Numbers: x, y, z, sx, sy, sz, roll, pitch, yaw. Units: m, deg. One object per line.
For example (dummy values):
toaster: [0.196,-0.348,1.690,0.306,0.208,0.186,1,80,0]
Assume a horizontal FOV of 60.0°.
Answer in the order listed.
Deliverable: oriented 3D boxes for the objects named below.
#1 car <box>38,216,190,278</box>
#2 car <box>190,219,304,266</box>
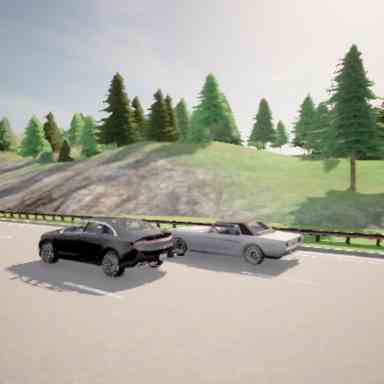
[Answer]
car: [-2.749,1.493,10.188,4.902,1.511,2.128,0,0,35]
car: [1.268,1.598,11.646,4.718,1.301,1.895,0,0,35]
